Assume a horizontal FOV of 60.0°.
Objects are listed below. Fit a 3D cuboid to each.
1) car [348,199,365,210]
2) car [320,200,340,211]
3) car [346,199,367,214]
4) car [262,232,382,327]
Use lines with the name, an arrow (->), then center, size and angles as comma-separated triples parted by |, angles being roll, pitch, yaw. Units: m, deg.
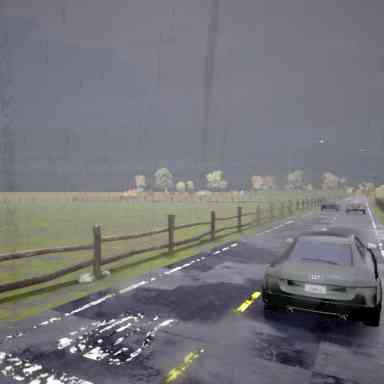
car -> 21.909, 1.587, 44.175 | 1.895, 1.301, 4.718 | 0, 0, 27
car -> 16.564, 1.585, 39.790 | 1.895, 1.301, 4.718 | 0, 0, 27
car -> 17.433, 1.535, 35.337 | 2.033, 1.411, 5.357 | 0, 0, 27
car -> 2.944, 1.561, 7.248 | 1.994, 1.385, 4.181 | 0, 0, 27
